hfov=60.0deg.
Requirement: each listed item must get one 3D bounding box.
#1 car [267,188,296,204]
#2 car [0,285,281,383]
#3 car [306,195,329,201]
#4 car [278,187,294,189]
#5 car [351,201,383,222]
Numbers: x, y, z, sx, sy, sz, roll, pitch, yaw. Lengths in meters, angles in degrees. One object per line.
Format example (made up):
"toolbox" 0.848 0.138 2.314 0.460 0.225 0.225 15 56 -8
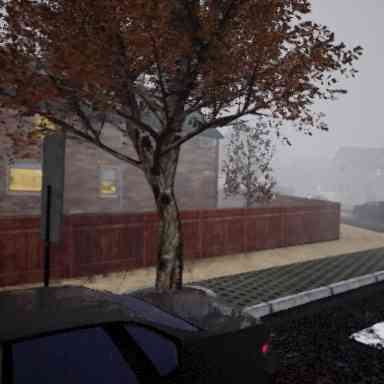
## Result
"car" 11.226 0.648 41.590 1.882 1.535 5.008 2 2 -3
"car" -1.607 1.546 2.323 5.357 1.411 2.033 0 0 -39
"car" 11.784 1.029 31.309 1.994 1.385 4.181 2 2 -3
"car" 13.717 0.249 49.907 2.150 2.045 5.566 2 1 -3
"car" 12.339 1.309 21.242 2.033 1.411 5.357 2 2 -3
